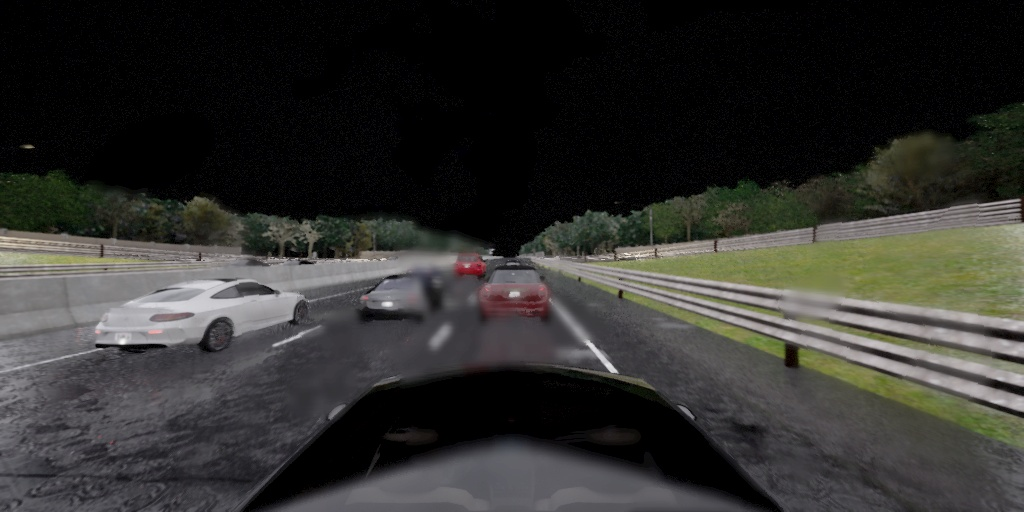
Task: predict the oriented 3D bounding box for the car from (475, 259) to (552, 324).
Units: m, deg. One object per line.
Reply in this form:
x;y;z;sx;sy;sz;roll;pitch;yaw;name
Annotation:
0.098;1.072;12.032;2.097;1.767;4.553;0;0;0;car

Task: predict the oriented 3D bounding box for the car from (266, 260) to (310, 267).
-21.101;1.149;34.916;1.837;1.490;4.892;0;0;0;car

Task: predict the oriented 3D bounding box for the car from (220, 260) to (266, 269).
-24.601;1.156;33.189;1.837;1.490;4.892;0;0;0;car

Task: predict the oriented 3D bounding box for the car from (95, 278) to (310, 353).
-6.902;1.256;8.668;1.812;1.442;4.674;0;0;0;car

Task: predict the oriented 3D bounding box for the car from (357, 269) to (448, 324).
-3.402;1.285;11.839;1.994;1.385;4.181;0;0;0;car

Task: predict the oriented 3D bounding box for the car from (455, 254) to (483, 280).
-3.406;0.881;30.264;2.150;2.045;5.566;0;0;0;car

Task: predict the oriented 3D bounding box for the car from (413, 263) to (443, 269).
-6.905;1.264;29.387;1.895;1.301;4.718;0;0;0;car

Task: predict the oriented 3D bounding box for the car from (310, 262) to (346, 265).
-17.603;1.242;35.735;1.895;1.301;4.718;0;0;0;car
